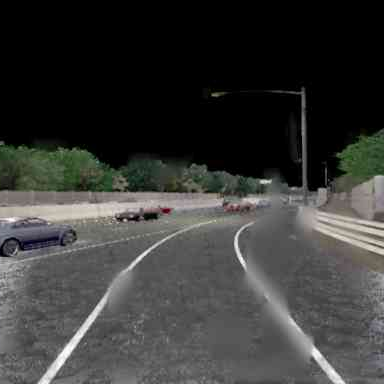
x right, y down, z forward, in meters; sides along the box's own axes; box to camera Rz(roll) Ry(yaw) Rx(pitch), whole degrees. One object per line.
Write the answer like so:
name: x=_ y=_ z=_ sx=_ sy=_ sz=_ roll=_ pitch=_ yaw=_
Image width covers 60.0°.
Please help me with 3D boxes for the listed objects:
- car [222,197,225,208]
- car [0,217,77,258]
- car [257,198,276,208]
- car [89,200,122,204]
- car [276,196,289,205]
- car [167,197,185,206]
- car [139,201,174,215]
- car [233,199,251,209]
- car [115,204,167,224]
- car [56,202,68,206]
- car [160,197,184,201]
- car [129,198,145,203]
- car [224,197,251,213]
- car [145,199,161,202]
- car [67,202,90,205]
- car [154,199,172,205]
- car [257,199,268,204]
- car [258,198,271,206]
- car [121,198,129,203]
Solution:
car: x=7.423 y=1.890 z=63.059 sx=2.150 sy=2.045 sz=5.566 roll=-1 pitch=-1 yaw=24
car: x=-6.725 y=1.692 z=13.524 sx=1.994 sy=1.385 sz=4.181 roll=-1 pitch=-1 yaw=24
car: x=12.608 y=2.087 z=57.426 sx=2.033 sy=1.411 sz=5.357 roll=-1 pitch=-1 yaw=24
car: x=-13.181 y=2.274 z=51.080 sx=1.994 sy=1.385 sz=4.181 roll=-1 pitch=-1 yaw=24
car: x=20.997 y=2.254 z=76.680 sx=1.812 sy=1.442 sz=4.674 roll=-1 pitch=-1 yaw=23
car: x=-3.756 y=2.251 z=81.202 sx=2.150 sy=2.045 sz=5.566 roll=-1 pitch=-1 yaw=24
car: x=-3.846 y=2.029 z=37.396 sx=1.895 sy=1.301 sz=4.718 roll=-1 pitch=-1 yaw=24
car: x=8.605 y=2.052 z=57.019 sx=1.882 sy=1.535 sz=5.008 roll=-1 pitch=-1 yaw=24
car: x=-4.273 y=1.901 z=27.755 sx=1.895 sy=1.301 sz=4.718 roll=-1 pitch=-1 yaw=24
car: x=-19.792 y=2.301 z=53.395 sx=2.128 sy=1.511 sz=4.902 roll=-1 pitch=-1 yaw=24
car: x=-3.600 y=2.271 z=64.082 sx=1.882 sy=1.535 sz=5.008 roll=-1 pitch=-1 yaw=24
car: x=-9.992 y=2.374 z=66.905 sx=1.882 sy=1.535 sz=5.008 roll=-1 pitch=0 yaw=24
car: x=6.161 y=1.753 z=42.750 sx=2.097 sy=1.767 sz=4.553 roll=-1 pitch=-1 yaw=24
car: x=-6.736 y=2.323 z=65.623 sx=1.882 sy=1.535 sz=5.008 roll=-1 pitch=-1 yaw=24
car: x=-16.447 y=2.307 z=52.300 sx=2.033 sy=1.411 sz=5.357 roll=-1 pitch=-1 yaw=24
car: x=-7.080 y=2.471 z=82.328 sx=2.033 sy=1.411 sz=5.357 roll=-1 pitch=-1 yaw=24
car: x=18.977 y=2.493 z=89.611 sx=1.994 sy=1.385 sz=4.181 roll=-1 pitch=-1 yaw=23
car: x=16.203 y=2.221 z=74.434 sx=1.882 sy=1.535 sz=5.008 roll=-1 pitch=-1 yaw=23
car: x=-13.405 y=2.168 z=67.842 sx=2.150 sy=2.045 sz=5.566 roll=-1 pitch=-1 yaw=24
